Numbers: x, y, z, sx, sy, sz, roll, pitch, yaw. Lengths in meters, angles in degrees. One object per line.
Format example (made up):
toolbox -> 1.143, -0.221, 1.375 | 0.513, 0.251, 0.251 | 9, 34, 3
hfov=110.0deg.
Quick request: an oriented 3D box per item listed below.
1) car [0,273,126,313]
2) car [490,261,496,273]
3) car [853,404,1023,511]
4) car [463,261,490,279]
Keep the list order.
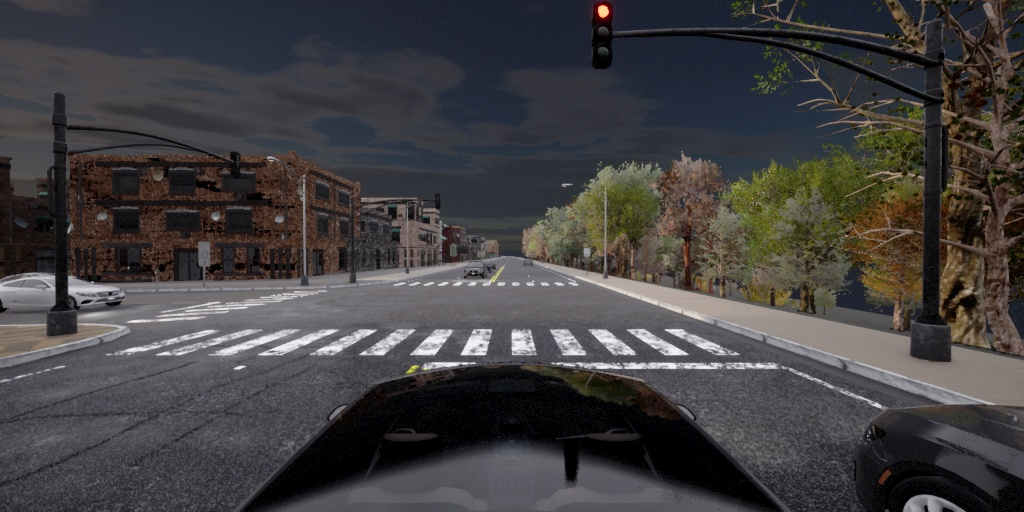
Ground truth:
car -> -19.504, 1.569, 15.305 | 4.674, 1.442, 1.812 | -1, 1, -1
car -> -3.325, 1.346, 42.992 | 1.895, 1.301, 4.718 | 0, 0, 0
car -> 3.348, 1.255, 0.518 | 1.837, 1.490, 4.892 | 0, 0, 0
car -> -3.316, 1.250, 33.070 | 1.837, 1.490, 4.892 | 0, 0, 0
